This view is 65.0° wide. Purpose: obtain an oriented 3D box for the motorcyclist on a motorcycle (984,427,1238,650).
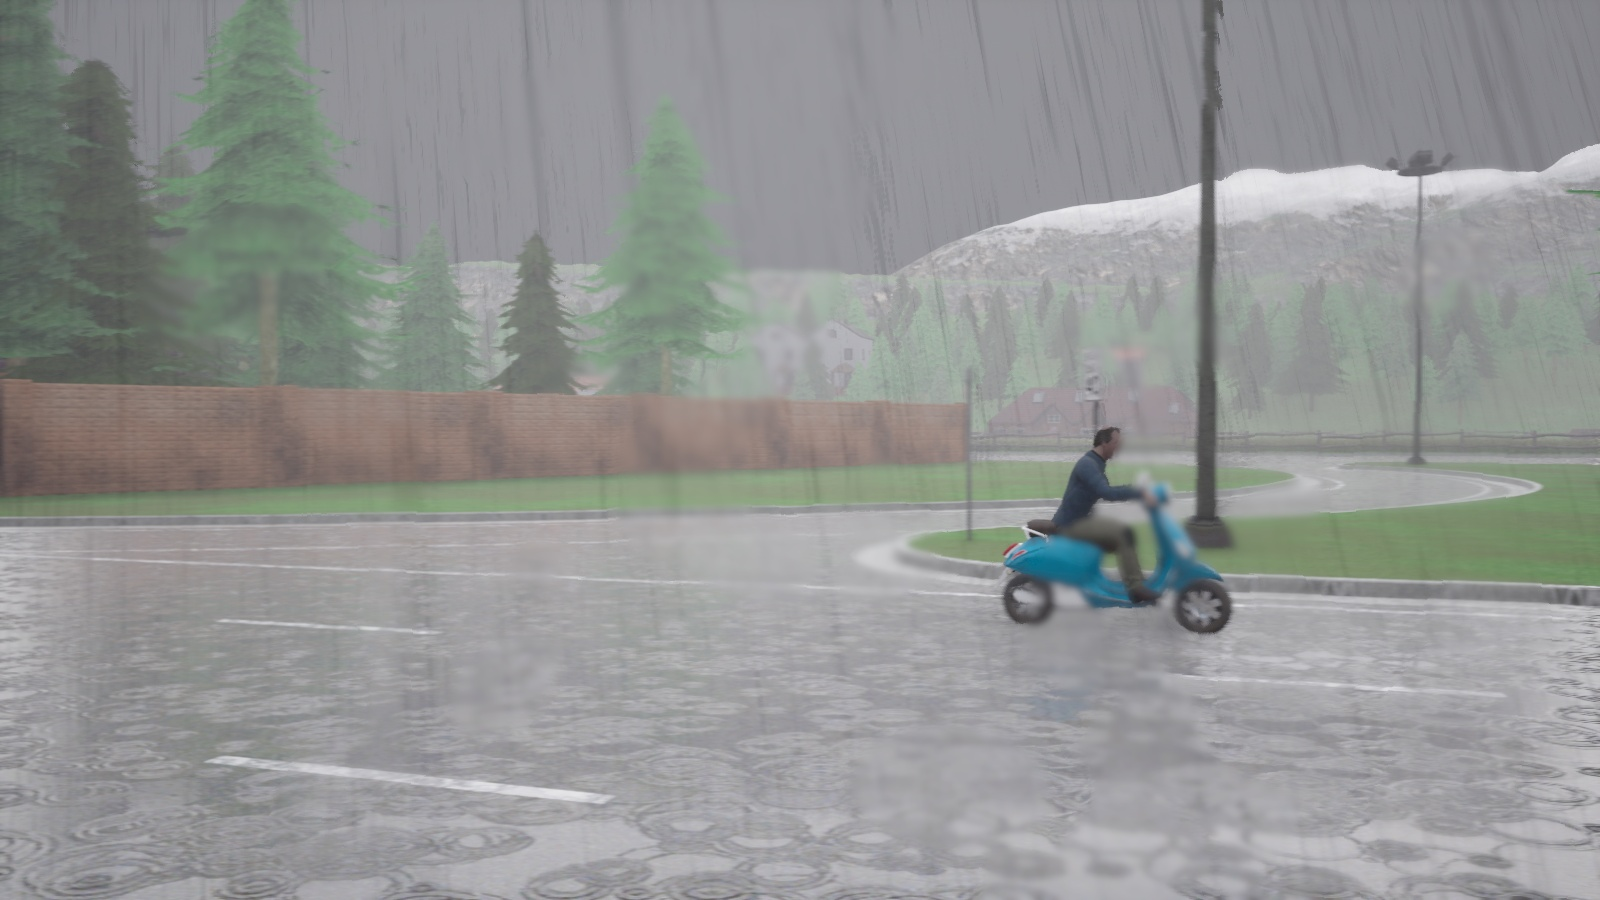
[{"bbox_3d":[2.421,0.629,9.763,1.817,1.590,0.866,1,1,19],"label":"motorcyclist on a motorcycle"}]
